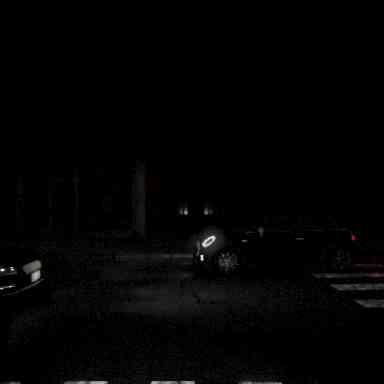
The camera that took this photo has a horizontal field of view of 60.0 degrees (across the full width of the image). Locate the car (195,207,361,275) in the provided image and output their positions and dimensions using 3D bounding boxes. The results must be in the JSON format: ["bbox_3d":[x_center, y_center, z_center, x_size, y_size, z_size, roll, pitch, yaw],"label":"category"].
[{"bbox_3d":[2.354,1.347,9.895,4.553,1.767,2.097,-1,-1,1],"label":"car"}]

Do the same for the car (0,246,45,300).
[{"bbox_3d":[-5.735,1.536,7.025,4.902,1.511,2.128,-1,-1,1],"label":"car"}]
